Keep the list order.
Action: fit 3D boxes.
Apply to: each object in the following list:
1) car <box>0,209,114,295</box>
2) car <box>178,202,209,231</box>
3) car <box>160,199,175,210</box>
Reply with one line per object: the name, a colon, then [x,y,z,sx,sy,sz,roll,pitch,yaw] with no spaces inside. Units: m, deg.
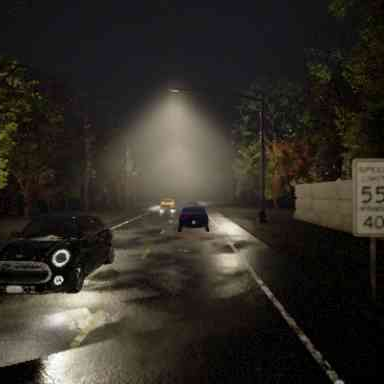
car: [-3.586,1.398,9.008,2.097,1.767,4.553,1,0,0]
car: [0.100,1.627,21.739,1.882,1.535,5.008,0,0,0]
car: [-3.577,1.781,49.396,1.882,1.535,5.008,0,0,0]
